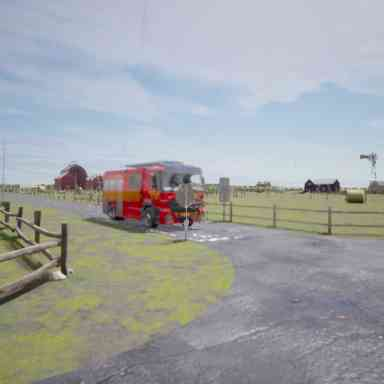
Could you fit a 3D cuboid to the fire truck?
[{"bbox_3d":[-2.744,0.068,20.676,2.891,3.827,8.468,1,0,-36],"label":"fire truck"}]
